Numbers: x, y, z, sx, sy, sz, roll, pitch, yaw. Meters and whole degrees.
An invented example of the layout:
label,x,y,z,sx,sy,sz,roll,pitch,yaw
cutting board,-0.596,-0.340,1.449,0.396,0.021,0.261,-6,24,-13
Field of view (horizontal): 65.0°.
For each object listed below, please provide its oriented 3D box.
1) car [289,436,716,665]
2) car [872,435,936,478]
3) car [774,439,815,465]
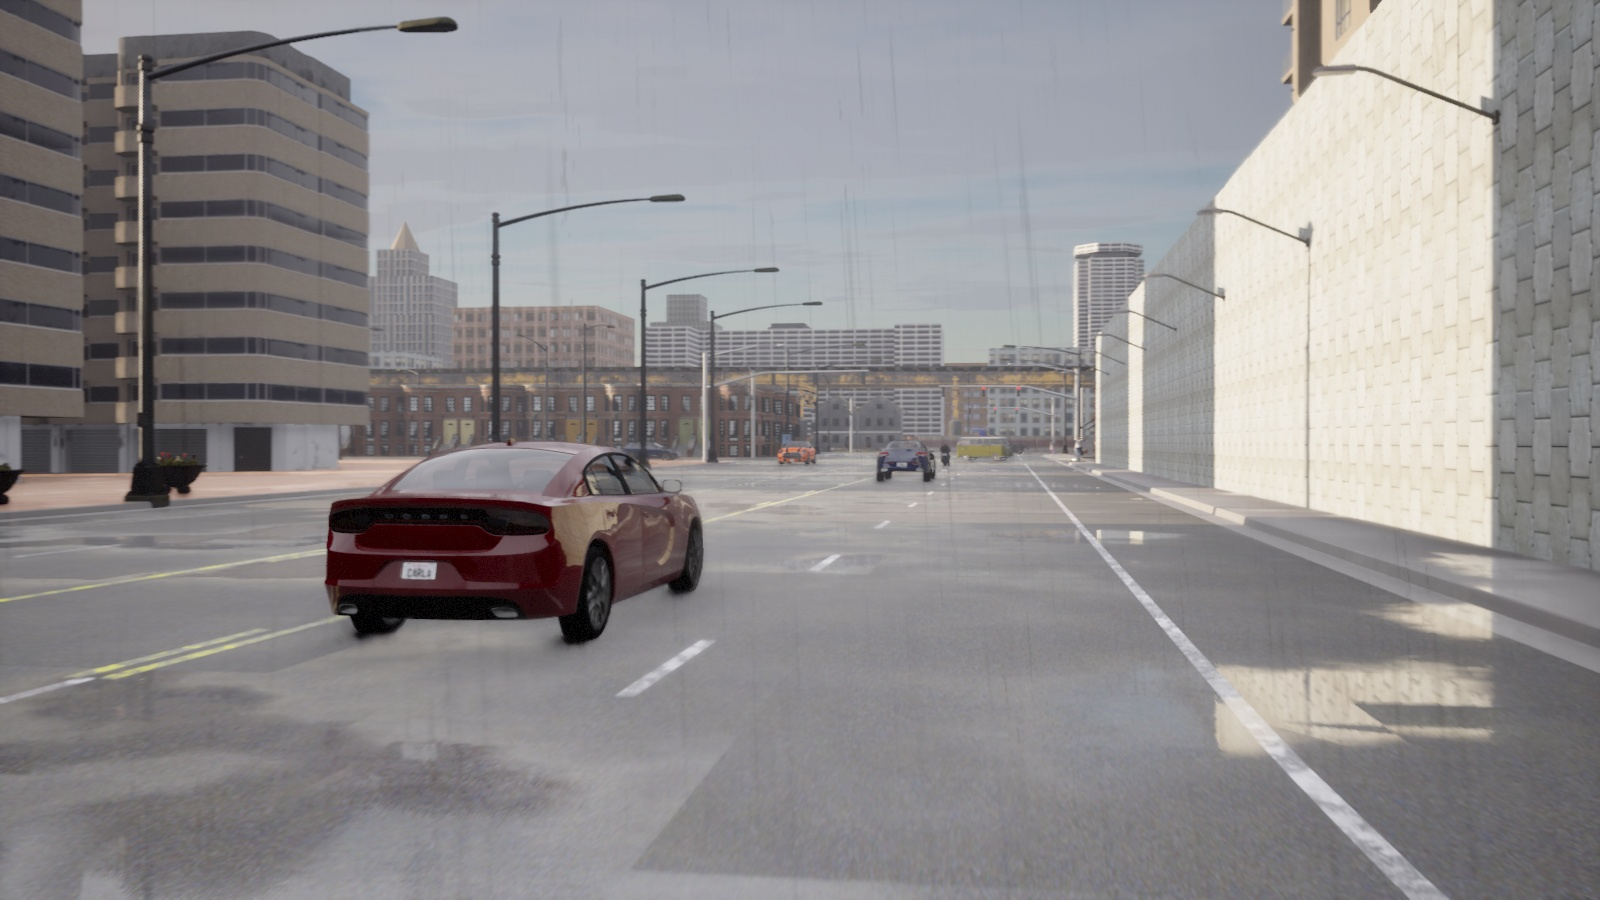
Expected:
label,x,y,z,sx,sy,sz,roll,pitch,yaw
car,-2.217,0.658,11.034,1.882,1.535,5.008,0,0,9
car,4.255,0.246,50.656,2.152,1.651,5.027,0,0,9
car,-0.338,0.109,87.765,2.097,1.767,4.553,0,0,9
